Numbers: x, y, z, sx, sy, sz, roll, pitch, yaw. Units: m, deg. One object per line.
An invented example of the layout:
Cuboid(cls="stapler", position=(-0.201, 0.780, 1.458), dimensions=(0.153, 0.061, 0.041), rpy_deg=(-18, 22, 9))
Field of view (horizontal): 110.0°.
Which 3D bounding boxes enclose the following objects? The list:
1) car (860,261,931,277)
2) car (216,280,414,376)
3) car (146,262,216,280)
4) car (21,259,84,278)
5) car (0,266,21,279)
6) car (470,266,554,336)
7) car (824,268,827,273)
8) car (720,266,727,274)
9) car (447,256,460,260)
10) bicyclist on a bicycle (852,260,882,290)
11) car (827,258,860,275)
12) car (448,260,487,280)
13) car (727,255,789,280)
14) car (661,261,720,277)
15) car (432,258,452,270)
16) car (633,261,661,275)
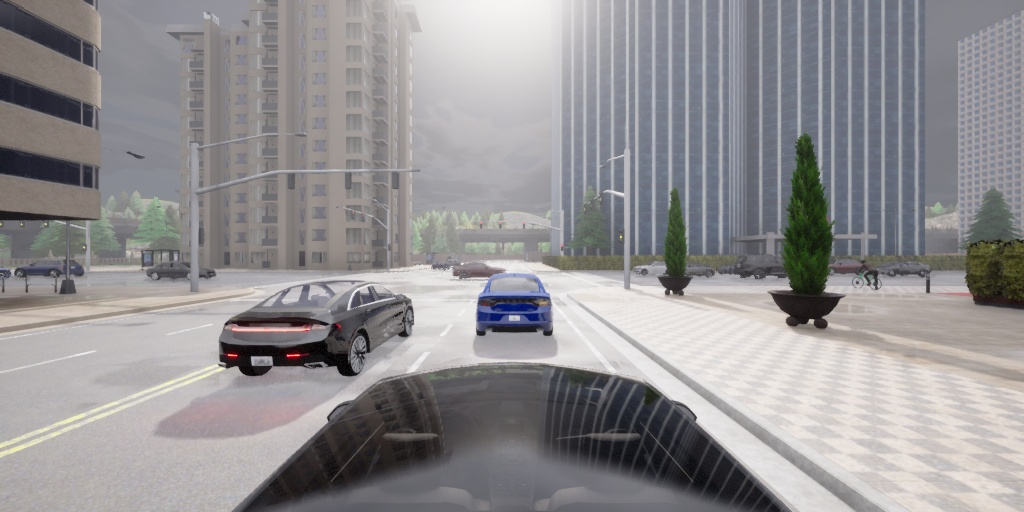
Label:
Cuboid(cls="car", position=(37.227, 1.242, 34.521), dimensions=(4.902, 1.511, 2.128), rpy_deg=(0, 0, 0))
Cuboid(cls="car", position=(-3.447, 1.242, 7.390), dimensions=(2.128, 1.511, 4.902), rpy_deg=(0, 0, 0))
Cuboid(cls="car", position=(-27.714, 1.254, 30.138), dimensions=(4.892, 1.490, 1.837), rpy_deg=(0, 0, -1))
Cuboid(cls="car", position=(-43.391, 1.102, 33.659), dimensions=(4.553, 1.767, 2.097), rpy_deg=(0, 0, -1))
Cuboid(cls="car", position=(-45.153, 1.227, 30.007), dimensions=(5.008, 1.535, 1.882), rpy_deg=(0, 0, 0))
Cuboid(cls="car", position=(0.069, 1.228, 10.429), dimensions=(1.882, 1.535, 5.008), rpy_deg=(0, 0, 0))
Cuboid(cls="car", position=(26.906, 1.276, 34.420), dimensions=(4.674, 1.442, 1.812), rpy_deg=(0, 0, 0))
Cuboid(cls="car", position=(24.266, 1.276, 37.896), dimensions=(4.674, 1.442, 1.812), rpy_deg=(0, 0, 0))
Cuboid(cls="car", position=(-10.602, 0.971, 64.221), dimensions=(2.150, 2.045, 5.566), rpy_deg=(0, 0, 0))
Cuboid(cls="bicyclist on a bicycle", position=(19.628, 1.051, 19.865), dimensions=(0.582, 1.620, 1.656), rpy_deg=(0, 0, -1))
Cuboid(cls="car", position=(34.351, 1.102, 37.997), dimensions=(4.553, 1.767, 2.097), rpy_deg=(0, 0, 0))
Cuboid(cls="car", position=(-2.710, 1.276, 30.405), dimensions=(4.674, 1.442, 1.812), rpy_deg=(0, 0, -1))
Cuboid(cls="car", position=(22.040, 0.971, 30.676), dimensions=(5.566, 2.045, 2.150), rpy_deg=(0, 0, -1))
Cuboid(cls="car", position=(16.987, 1.314, 34.321), dimensions=(4.181, 1.385, 1.994), rpy_deg=(0, 0, -1))
Cuboid(cls="car", position=(-10.633, 1.351, 53.547), dimensions=(1.895, 1.301, 4.718), rpy_deg=(0, 0, 0))
Cuboid(cls="car", position=(15.183, 1.276, 37.802), dimensions=(4.674, 1.442, 1.812), rpy_deg=(0, 0, -1))
